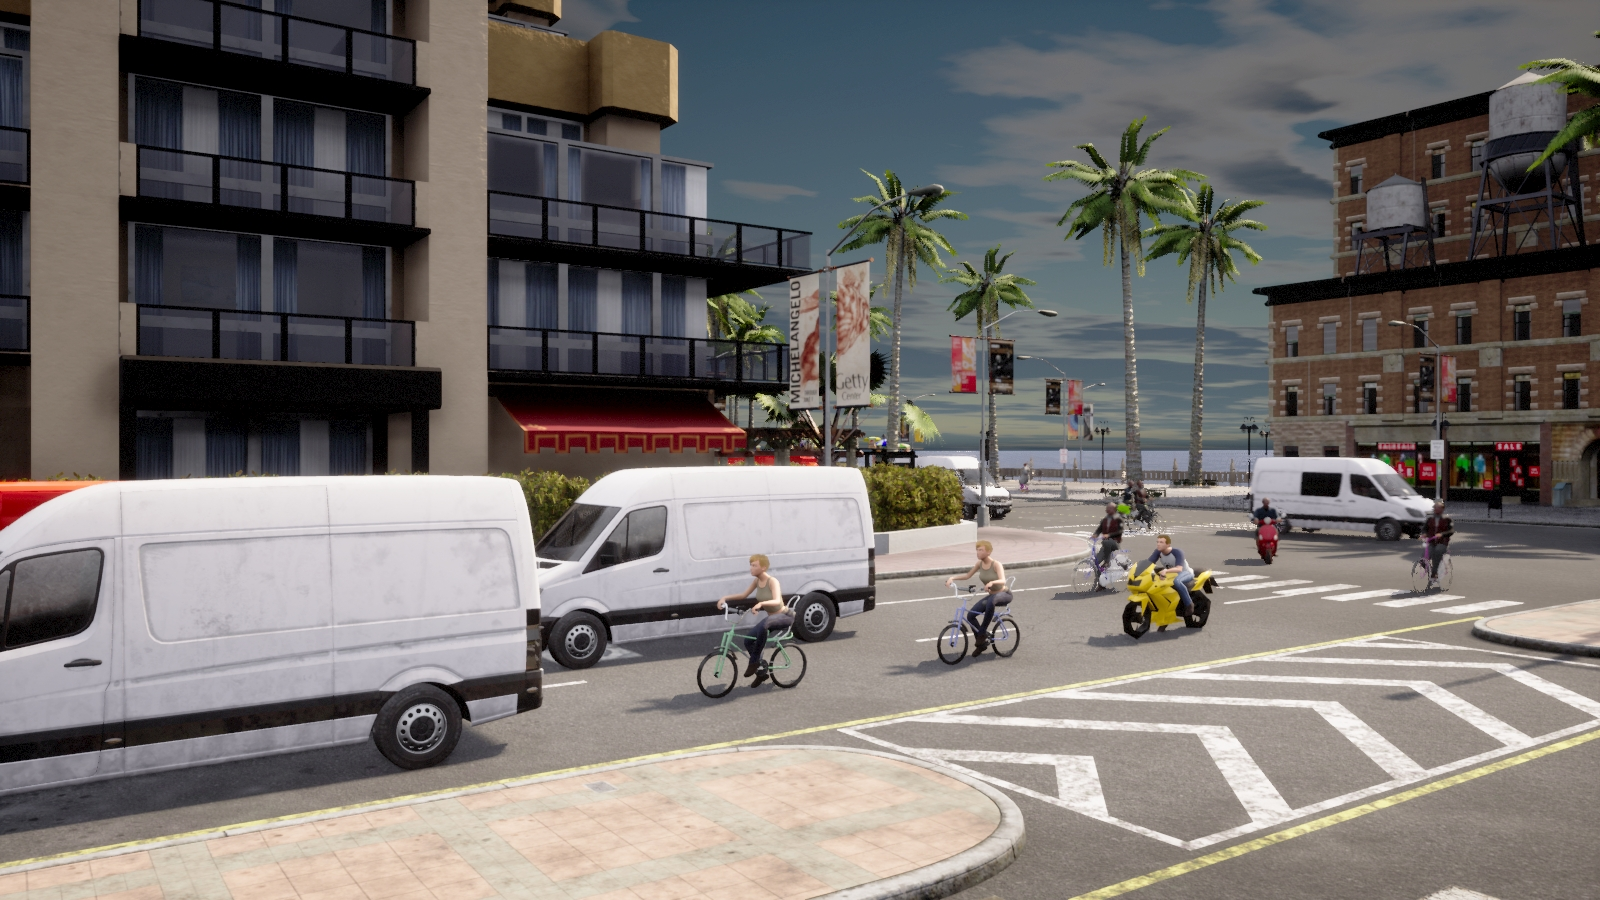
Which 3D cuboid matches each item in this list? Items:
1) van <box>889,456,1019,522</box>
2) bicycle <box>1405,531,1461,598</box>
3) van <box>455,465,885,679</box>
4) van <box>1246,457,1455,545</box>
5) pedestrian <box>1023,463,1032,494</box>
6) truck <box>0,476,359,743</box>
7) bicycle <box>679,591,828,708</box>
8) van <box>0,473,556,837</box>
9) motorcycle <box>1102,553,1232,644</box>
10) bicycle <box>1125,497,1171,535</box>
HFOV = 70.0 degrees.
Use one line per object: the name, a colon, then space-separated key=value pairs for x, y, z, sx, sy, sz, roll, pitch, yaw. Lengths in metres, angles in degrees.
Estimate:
van: x=6.313 y=1.534 z=47.689 sx=1.988 sy=2.561 sz=5.915 roll=0 pitch=0 yaw=-34
bicycle: x=12.350 y=2.210 z=22.277 sx=1.835 sy=1.171 sz=0.329 roll=0 pitch=-1 yaw=-40
van: x=-1.725 y=1.534 z=16.503 sx=5.915 sy=2.561 sz=1.988 roll=0 pitch=0 yaw=-34
van: x=17.675 y=1.534 z=37.023 sx=1.988 sy=2.561 sz=5.915 roll=0 pitch=0 yaw=-34
pedestrian: x=13.661 y=1.696 z=68.712 sx=0.375 sy=1.860 sz=0.375 roll=0 pitch=0 yaw=42
truck: x=-7.827 y=1.568 z=12.387 sx=5.204 sy=2.467 sz=2.627 roll=0 pitch=0 yaw=-35
bicycle: x=-0.533 y=2.256 z=13.140 sx=1.487 sy=1.080 sz=0.859 roll=0 pitch=0 yaw=-35
van: x=-5.288 y=1.534 z=9.874 sx=5.915 sy=2.561 sz=1.988 roll=0 pitch=0 yaw=-34
motorcycle: x=5.572 y=2.213 z=17.294 sx=2.033 sy=1.145 sz=0.803 roll=0 pitch=0 yaw=-34
bicycle: x=11.663 y=2.210 z=38.383 sx=0.329 sy=1.171 sz=1.835 roll=-1 pitch=0 yaw=-24
